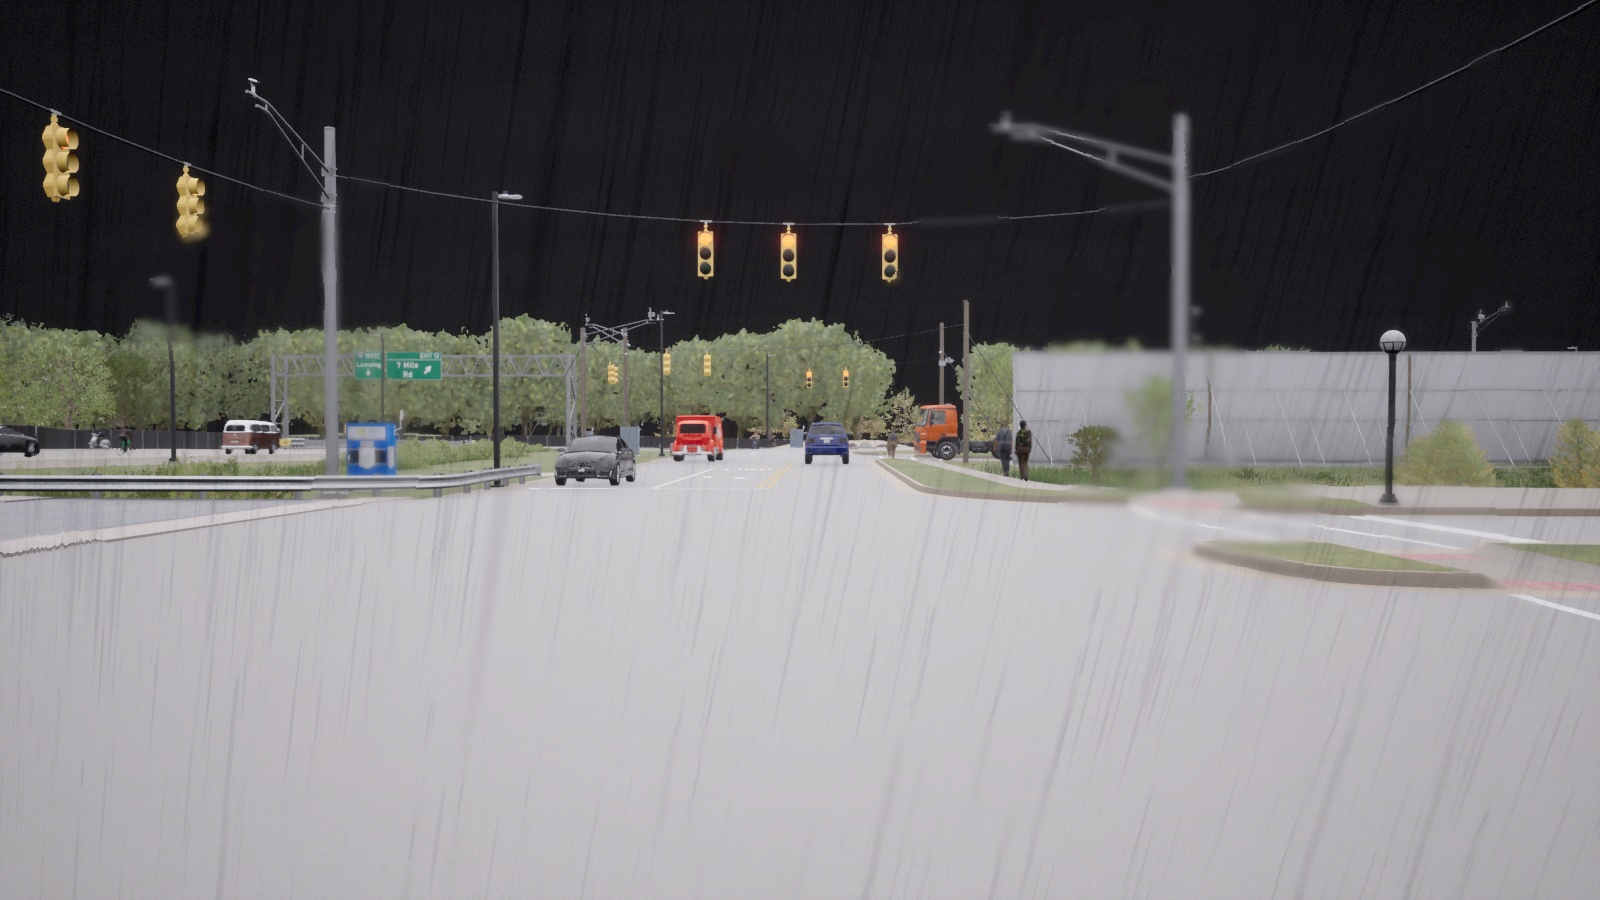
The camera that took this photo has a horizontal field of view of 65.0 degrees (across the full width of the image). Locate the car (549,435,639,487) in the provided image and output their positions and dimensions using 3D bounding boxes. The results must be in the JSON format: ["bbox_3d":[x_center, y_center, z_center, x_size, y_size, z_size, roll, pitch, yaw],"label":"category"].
[{"bbox_3d":[-6.251,0.292,38.694,1.837,1.490,4.892,0,1,2],"label":"car"}]

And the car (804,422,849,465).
[{"bbox_3d":[1.360,-0.350,62.966,2.150,2.045,5.566,0,1,2],"label":"car"}]

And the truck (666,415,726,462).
[{"bbox_3d":[-5.518,-0.631,67.414,2.627,2.467,5.204,0,1,2],"label":"truck"}]

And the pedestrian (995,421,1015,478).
[{"bbox_3d":[6.785,-0.029,41.582,0.540,1.848,0.694,0,2,1],"label":"pedestrian"}]

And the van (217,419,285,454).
[{"bbox_3d":[-33.107,-0.807,75.895,2.069,2.038,4.480,0,0,1],"label":"van"}]

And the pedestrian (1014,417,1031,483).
[{"bbox_3d":[6.623,-0.013,37.345,0.395,1.930,0.692,0,2,1],"label":"pedestrian"}]

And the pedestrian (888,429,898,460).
[{"bbox_3d":[5.605,-0.361,75.825,0.540,1.848,0.694,0,2,0],"label":"pedestrian"}]

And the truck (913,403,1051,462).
[{"bbox_3d":[11.122,-1.089,77.374,7.936,3.462,2.891,1,2,-4],"label":"truck"}]

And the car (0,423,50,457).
[{"bbox_3d":[-36.963,-0.470,57.616,2.128,1.511,4.902,0,0,1],"label":"car"}]
